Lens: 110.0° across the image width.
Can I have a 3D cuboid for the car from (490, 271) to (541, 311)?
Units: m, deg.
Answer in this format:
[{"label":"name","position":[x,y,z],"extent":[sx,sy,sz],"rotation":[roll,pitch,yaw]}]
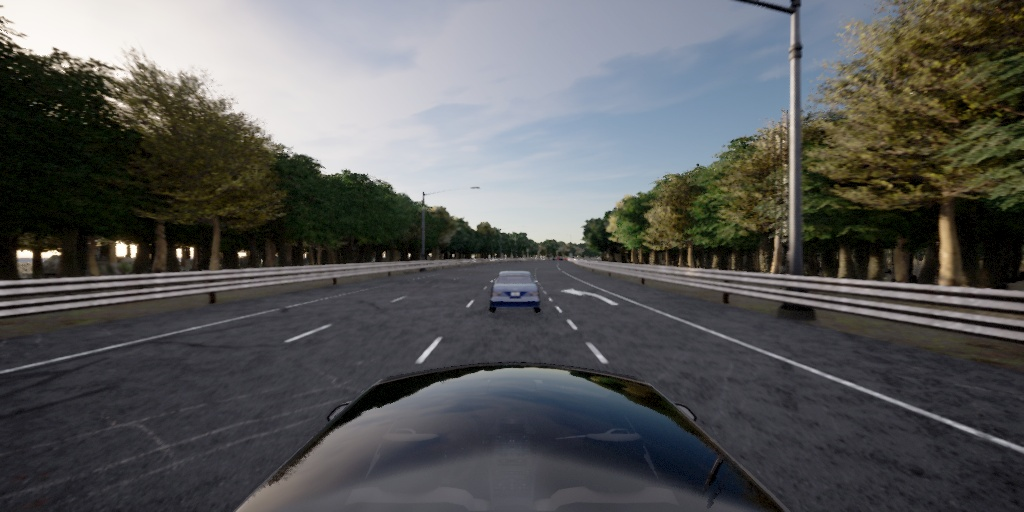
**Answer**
[{"label":"car","position":[0.111,1.293,14.295],"extent":[2.033,1.411,5.357],"rotation":[0,0,0]}]
